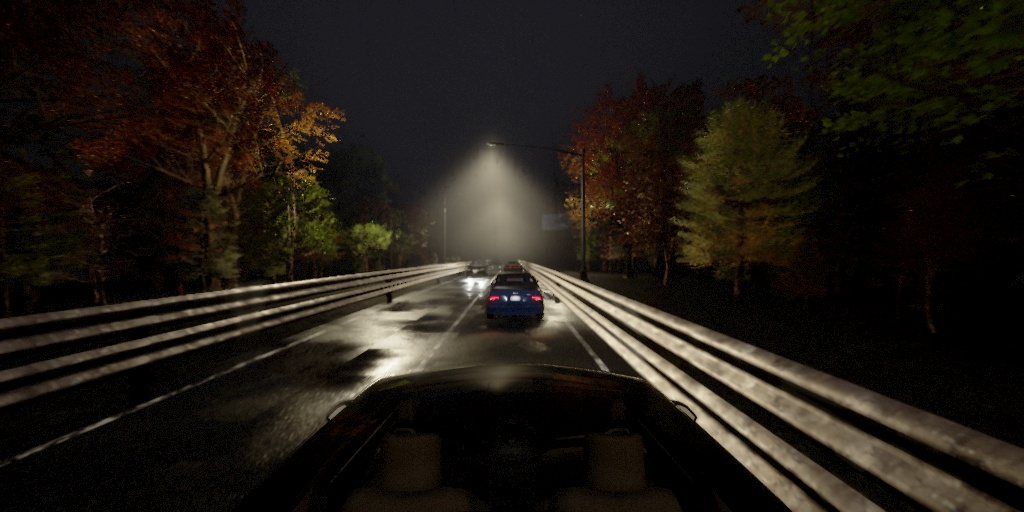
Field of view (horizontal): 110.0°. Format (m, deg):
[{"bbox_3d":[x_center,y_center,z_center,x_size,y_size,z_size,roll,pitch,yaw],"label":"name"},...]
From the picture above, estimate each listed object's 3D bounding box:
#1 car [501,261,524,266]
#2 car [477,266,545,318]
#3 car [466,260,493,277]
[{"bbox_3d":[0.090,1.260,35.927,1.837,1.490,4.892,0,0,0],"label":"car"},{"bbox_3d":[0.095,1.254,12.744,2.033,1.411,5.357,0,0,0],"label":"car"},{"bbox_3d":[-3.351,1.244,35.298,2.128,1.511,4.902,0,0,0],"label":"car"}]
